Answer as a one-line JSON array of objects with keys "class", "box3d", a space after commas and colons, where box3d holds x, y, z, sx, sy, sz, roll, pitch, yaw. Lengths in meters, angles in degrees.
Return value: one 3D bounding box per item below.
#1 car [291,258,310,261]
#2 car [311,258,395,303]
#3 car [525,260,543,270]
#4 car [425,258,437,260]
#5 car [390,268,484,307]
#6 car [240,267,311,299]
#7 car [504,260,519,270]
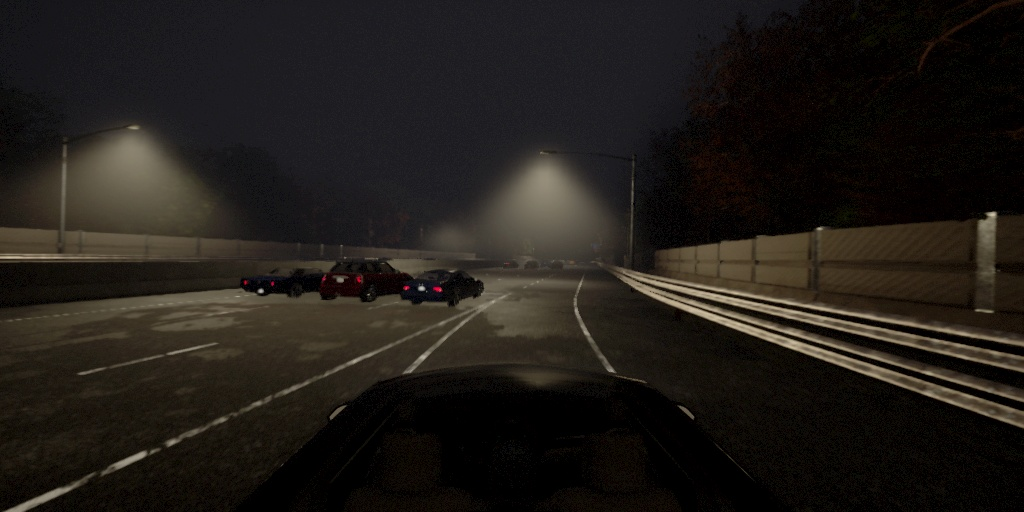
[{"class": "car", "box3d": [-22.818, 0.889, 38.861, 1.994, 1.385, 4.181, 1, 0, 13]}, {"class": "car", "box3d": [-6.218, 0.980, 15.966, 2.097, 1.767, 4.553, 1, 0, 12]}, {"class": "car", "box3d": [3.329, 1.570, 60.134, 2.128, 1.511, 4.902, 1, 0, 12]}, {"class": "car", "box3d": [-12.331, 1.150, 54.092, 2.128, 1.511, 4.902, 1, 0, 13]}, {"class": "car", "box3d": [-2.759, 1.258, 15.401, 2.033, 1.411, 5.357, 1, 0, 12]}, {"class": "car", "box3d": [-9.665, 1.147, 16.618, 1.895, 1.301, 4.718, 1, 0, 12]}, {"class": "car", "box3d": [-0.110, 1.487, 60.787, 2.128, 1.511, 4.902, 1, 0, 12]}]
